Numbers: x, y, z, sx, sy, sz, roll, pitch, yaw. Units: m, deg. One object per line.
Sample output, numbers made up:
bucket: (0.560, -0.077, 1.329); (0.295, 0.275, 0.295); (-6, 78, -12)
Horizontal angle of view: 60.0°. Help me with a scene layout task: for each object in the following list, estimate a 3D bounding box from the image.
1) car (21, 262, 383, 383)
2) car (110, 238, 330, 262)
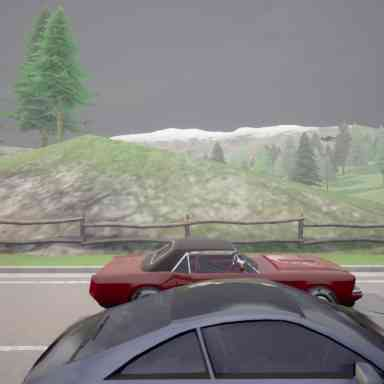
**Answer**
car: (0.714, 1.564, 2.973); (4.181, 1.385, 1.994); (0, 0, 0)
car: (0.612, 1.601, 6.471); (4.718, 1.301, 1.895); (0, 0, -1)
